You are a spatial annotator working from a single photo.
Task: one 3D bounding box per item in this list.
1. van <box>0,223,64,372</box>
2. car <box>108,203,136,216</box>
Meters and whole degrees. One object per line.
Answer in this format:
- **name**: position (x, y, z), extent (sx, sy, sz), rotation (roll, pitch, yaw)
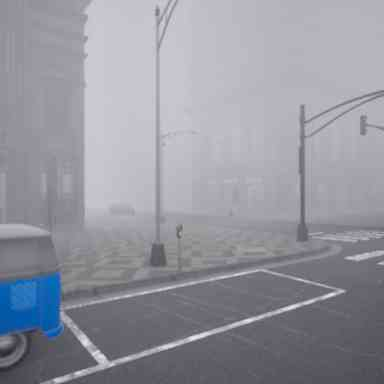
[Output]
- **van**: position (-3.674, 1.341, 4.031), extent (3.998, 1.788, 1.690), rotation (0, 0, -35)
- **car**: position (-8.585, 2.124, 40.652), extent (1.882, 1.535, 5.008), rotation (0, -1, -35)
